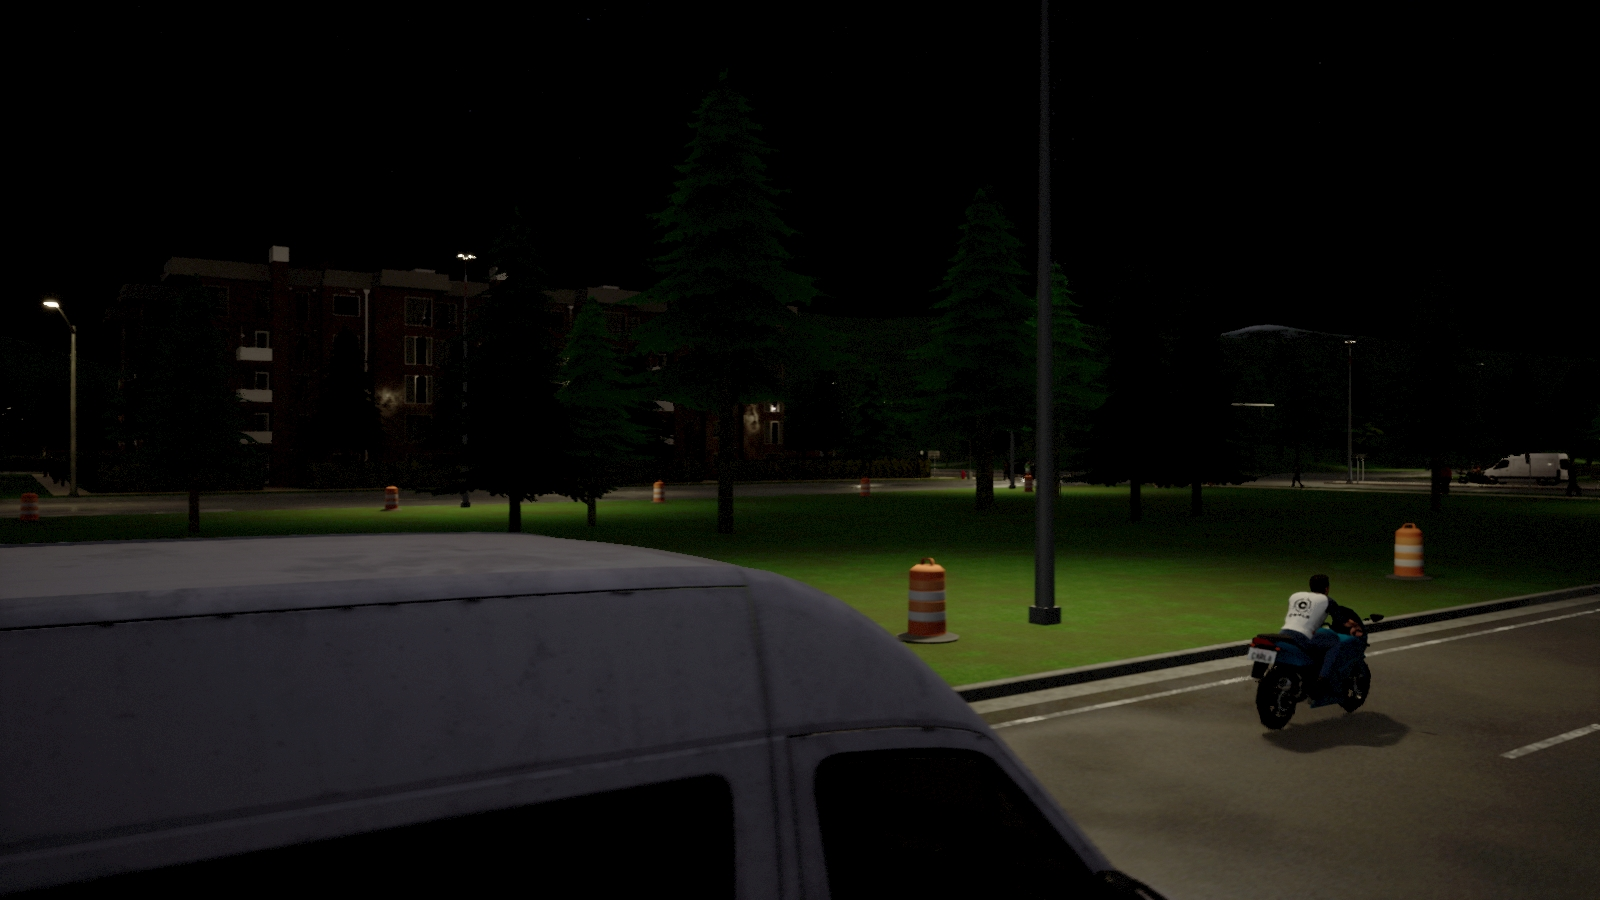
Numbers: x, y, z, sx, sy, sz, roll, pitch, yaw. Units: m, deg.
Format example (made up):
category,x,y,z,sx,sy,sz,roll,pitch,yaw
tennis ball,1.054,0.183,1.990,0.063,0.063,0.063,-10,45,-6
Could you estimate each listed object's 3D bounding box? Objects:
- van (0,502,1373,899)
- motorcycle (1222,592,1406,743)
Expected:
category,x,y,z,sx,sy,sz,roll,pitch,yaw
van,-0.999,1.534,3.090,5.915,2.561,1.988,0,0,-35
motorcycle,5.328,2.186,11.787,2.033,1.199,0.803,0,0,-35
